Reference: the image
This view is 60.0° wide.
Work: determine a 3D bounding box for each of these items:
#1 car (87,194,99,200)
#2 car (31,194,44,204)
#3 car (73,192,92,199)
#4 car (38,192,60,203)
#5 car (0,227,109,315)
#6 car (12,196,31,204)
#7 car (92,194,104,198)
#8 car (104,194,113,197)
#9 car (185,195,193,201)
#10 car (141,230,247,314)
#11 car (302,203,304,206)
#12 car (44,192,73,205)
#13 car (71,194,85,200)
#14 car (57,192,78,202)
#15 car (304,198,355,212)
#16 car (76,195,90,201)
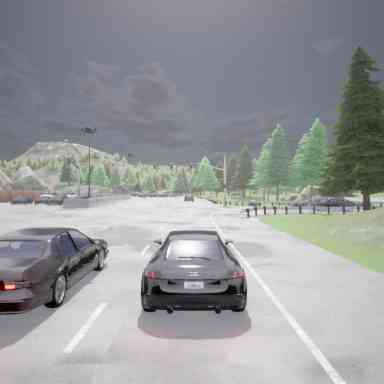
[{"bbox_3d":[-25.507,1.244,85.830,1.994,1.385,4.181,0,0,-3],"label":"car"},{"bbox_3d":[-25.062,1.385,56.613,1.994,1.385,4.181,0,0,0],"label":"car"},{"bbox_3d":[-21.593,1.279,64.145,2.128,1.511,4.902,0,0,0],"label":"car"},{"bbox_3d":[-28.594,1.001,66.662,2.150,2.045,5.566,0,0,-1],"label":"car"},{"bbox_3d":[-3.464,1.547,7.846,2.033,1.411,5.357,0,0,0],"label":"car"},{"bbox_3d":[-28.552,1.387,56.132,1.994,1.385,4.181,0,0,0],"label":"car"},{"bbox_3d":[-21.660,1.271,73.473,2.128,1.511,4.902,0,0,-1],"label":"car"},{"bbox_3d":[-21.842,1.223,83.981,1.812,1.442,4.674,0,0,-3],"label":"car"},{"bbox_3d":[-0.674,1.287,76.318,1.994,1.385,4.181,0,0,-1],"label":"car"},{"bbox_3d":[0.035,1.563,7.694,1.994,1.385,4.181,0,0,0],"label":"car"},{"bbox_3d":[15.758,1.453,41.086,4.181,1.385,1.994,0,0,7],"label":"car"},{"bbox_3d":[-21.552,1.185,53.883,2.097,1.767,4.553,0,0,0],"label":"car"},{"bbox_3d":[-28.905,1.222,84.573,2.128,1.511,4.902,0,0,-3],"label":"car"},{"bbox_3d":[-25.100,0.998,67.323,2.150,2.045,5.566,0,0,-1],"label":"car"},{"bbox_3d":[15.683,1.398,37.566,4.902,1.511,2.128,0,0,7],"label":"car"},{"bbox_3d":[-25.196,1.325,77.092,1.895,1.301,4.718,0,0,-1],"label":"car"}]
